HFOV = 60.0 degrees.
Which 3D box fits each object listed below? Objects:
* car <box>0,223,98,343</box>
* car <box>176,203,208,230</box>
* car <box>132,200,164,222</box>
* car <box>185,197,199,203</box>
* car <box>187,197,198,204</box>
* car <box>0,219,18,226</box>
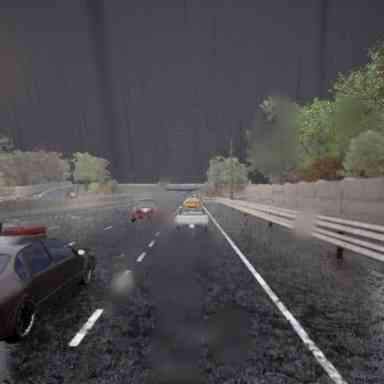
[{"bbox_3d":[-3.399,1.549,6.385,2.033,1.411,5.357,0,0,0],"label":"car"},{"bbox_3d":[-0.002,1.618,21.034,1.895,1.301,4.718,0,0,0],"label":"car"},{"bbox_3d":[-3.402,1.378,26.360,2.097,1.767,4.553,0,0,0],"label":"car"},{"bbox_3d":[-0.005,1.548,45.034,1.882,1.535,5.008,0,0,0],"label":"car"},{"bbox_3d":[0.161,1.687,65.641,1.994,1.385,4.181,0,0,3],"label":"car"},{"bbox_3d":[-6.900,1.607,11.641,1.895,1.301,4.718,0,0,0],"label":"car"}]
